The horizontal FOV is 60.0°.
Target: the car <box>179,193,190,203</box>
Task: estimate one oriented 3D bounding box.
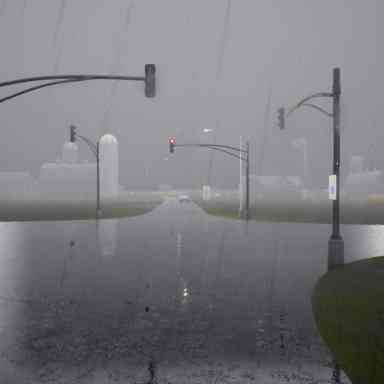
[{"bbox_3d":[-1.508,1.553,69.874,1.812,1.442,4.674,0,0,-3],"label":"car"}]

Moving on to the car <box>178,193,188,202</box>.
[{"bbox_3d":[-2.091,1.189,79.909,2.150,2.045,5.566,0,0,-4],"label":"car"}]
